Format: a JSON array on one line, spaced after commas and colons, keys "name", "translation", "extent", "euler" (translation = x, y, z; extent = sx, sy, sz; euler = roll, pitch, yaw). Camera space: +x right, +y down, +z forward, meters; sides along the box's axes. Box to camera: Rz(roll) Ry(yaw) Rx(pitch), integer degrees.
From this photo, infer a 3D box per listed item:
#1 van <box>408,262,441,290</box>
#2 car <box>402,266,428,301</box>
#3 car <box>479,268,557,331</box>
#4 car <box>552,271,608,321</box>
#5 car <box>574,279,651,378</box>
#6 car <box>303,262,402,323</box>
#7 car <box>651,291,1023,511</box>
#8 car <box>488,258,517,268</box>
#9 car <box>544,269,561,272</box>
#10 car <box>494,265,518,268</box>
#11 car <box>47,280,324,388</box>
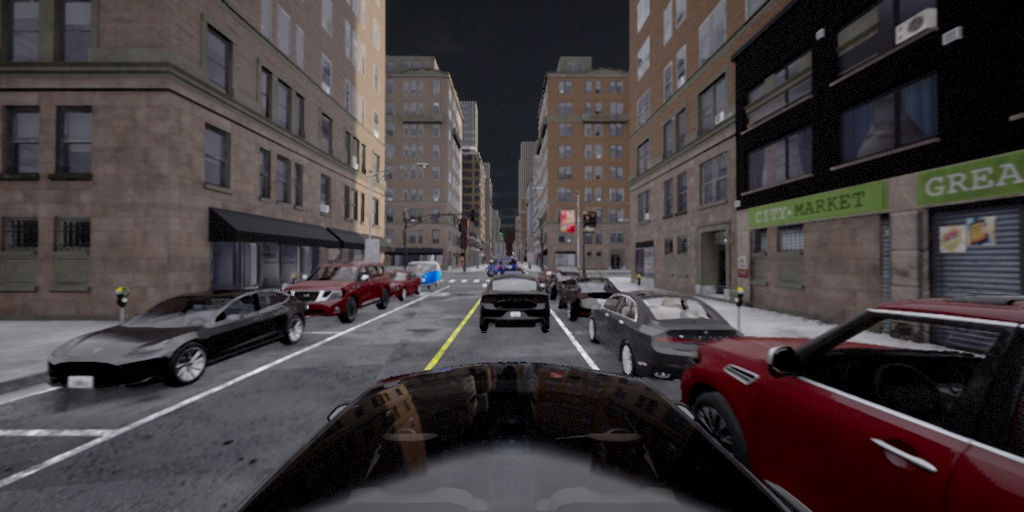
[{"name": "van", "translation": [-5.868, 1.247, 23.802], "extent": [1.690, 1.789, 3.998], "euler": [0, 0, 0]}, {"name": "car", "translation": [-5.865, 1.412, 18.217], "extent": [1.888, 1.381, 4.507], "euler": [0, 0, 0]}, {"name": "car", "translation": [0.046, 1.295, 11.251], "extent": [1.882, 1.535, 5.008], "euler": [0, 0, -1]}, {"name": "car", "translation": [2.663, 1.393, 12.639], "extent": [1.948, 1.339, 4.313], "euler": [0, 0, 0]}, {"name": "car", "translation": [2.666, 1.338, 7.055], "extent": [2.007, 1.370, 4.403], "euler": [0, 0, 0]}, {"name": "car", "translation": [-5.862, 1.142, 12.630], "extent": [2.192, 1.841, 5.009], "euler": [0, 0, 0]}, {"name": "car", "translation": [2.669, 1.063, 1.469], "extent": [2.192, 1.841, 5.009], "euler": [0, 0, 0]}, {"name": "car", "translation": [-0.935, 1.189, 34.747], "extent": [2.150, 2.045, 5.566], "euler": [1, 0, -14]}, {"name": "car", "translation": [2.661, 1.433, 18.224], "extent": [1.948, 1.339, 4.313], "euler": [0, 0, 0]}, {"name": "car", "translation": [0.085, 1.455, 21.550], "extent": [1.994, 1.385, 4.181], "euler": [0, 0, 0]}, {"name": "car", "translation": [-5.859, 1.354, 7.045], "extent": [1.948, 1.339, 4.313], "euler": [0, 0, 0]}]
